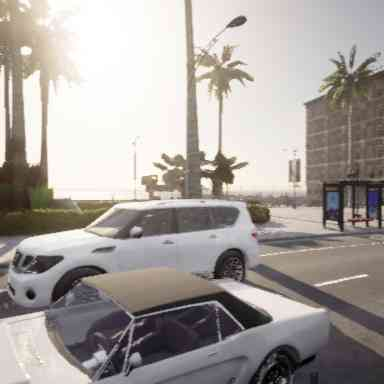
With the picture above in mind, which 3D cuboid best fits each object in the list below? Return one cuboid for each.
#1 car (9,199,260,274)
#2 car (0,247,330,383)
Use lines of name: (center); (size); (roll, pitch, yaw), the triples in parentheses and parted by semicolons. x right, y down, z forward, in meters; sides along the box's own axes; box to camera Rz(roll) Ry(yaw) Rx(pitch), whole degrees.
car: (-0.953, 1.204, 7.473); (5.566, 2.045, 2.150); (0, 0, -34)
car: (-0.761, 1.589, 3.374); (4.718, 1.301, 1.895); (0, 0, -35)
